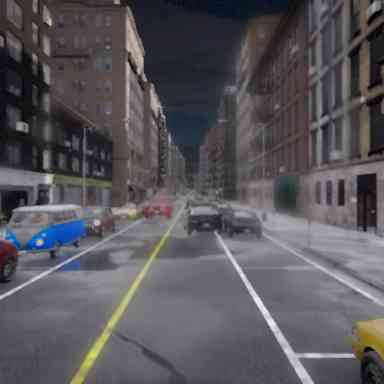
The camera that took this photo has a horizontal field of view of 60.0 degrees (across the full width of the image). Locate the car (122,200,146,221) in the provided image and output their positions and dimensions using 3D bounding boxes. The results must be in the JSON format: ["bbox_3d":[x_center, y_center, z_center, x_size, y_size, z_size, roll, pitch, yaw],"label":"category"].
[{"bbox_3d":[-5.373,1.651,28.684,1.752,1.417,4.829,0,0,0],"label":"car"}]

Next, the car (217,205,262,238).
[{"bbox_3d":[2.647,1.630,18.016,2.008,1.369,4.403,0,0,0],"label":"car"}]

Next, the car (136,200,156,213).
[{"bbox_3d":[-5.367,1.697,39.509,1.752,1.417,4.829,0,0,0],"label":"car"}]

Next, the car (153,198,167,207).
[{"bbox_3d":[-5.359,1.787,55.918,2.008,1.369,4.403,0,0,0],"label":"car"}]

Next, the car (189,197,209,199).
[{"bbox_3d":[0.844,1.633,35.545,1.882,1.535,5.008,0,0,0],"label":"car"}]

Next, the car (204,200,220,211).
[{"bbox_3d":[2.661,1.761,45.079,1.947,1.339,4.313,0,0,0],"label":"car"}]

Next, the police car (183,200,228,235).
[{"bbox_3d":[0.533,1.511,19.579,1.930,1.638,5.238,0,0,-5],"label":"police car"}]

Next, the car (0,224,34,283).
[{"bbox_3d":[-5.384,1.615,7.204,1.802,1.307,4.206,0,0,0],"label":"car"}]

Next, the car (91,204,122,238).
[{"bbox_3d":[-5.378,1.520,18.029,1.967,1.590,4.097,0,0,0],"label":"car"}]

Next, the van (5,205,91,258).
[{"bbox_3d":[-5.381,1.397,12.617,1.690,1.788,3.998,0,0,0],"label":"van"}]

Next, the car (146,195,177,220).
[{"bbox_3d":[-2.833,1.355,29.885,2.150,2.045,5.566,0,-1,0],"label":"car"}]

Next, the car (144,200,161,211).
[{"bbox_3d":[-5.364,1.777,45.092,1.802,1.307,4.206,0,0,0],"label":"car"}]

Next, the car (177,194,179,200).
[{"bbox_3d":[-5.340,1.923,93.206,2.008,1.369,4.403,0,0,0],"label":"car"}]

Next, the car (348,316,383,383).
[{"bbox_3d":[2.639,1.535,1.948,1.752,1.417,4.829,0,0,0],"label":"car"}]

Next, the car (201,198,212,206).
[{"bbox_3d":[2.669,1.838,61.317,1.802,1.307,4.206,0,0,0],"label":"car"}]

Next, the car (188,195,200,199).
[{"bbox_3d":[0.029,1.739,55.419,1.837,1.490,4.892,0,0,0],"label":"car"}]

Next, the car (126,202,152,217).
[{"bbox_3d":[-5.370,1.715,34.267,1.947,1.339,4.313,0,0,0],"label":"car"}]

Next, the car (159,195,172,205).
[{"bbox_3d":[-5.353,1.591,66.744,2.192,1.841,5.009,0,0,0],"label":"car"}]

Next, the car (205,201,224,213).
[{"bbox_3d":[2.658,1.738,39.666,1.947,1.339,4.313,0,0,0],"label":"car"}]

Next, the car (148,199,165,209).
[{"bbox_3d":[-5.361,1.767,50.505,2.008,1.369,4.403,0,0,0],"label":"car"}]
